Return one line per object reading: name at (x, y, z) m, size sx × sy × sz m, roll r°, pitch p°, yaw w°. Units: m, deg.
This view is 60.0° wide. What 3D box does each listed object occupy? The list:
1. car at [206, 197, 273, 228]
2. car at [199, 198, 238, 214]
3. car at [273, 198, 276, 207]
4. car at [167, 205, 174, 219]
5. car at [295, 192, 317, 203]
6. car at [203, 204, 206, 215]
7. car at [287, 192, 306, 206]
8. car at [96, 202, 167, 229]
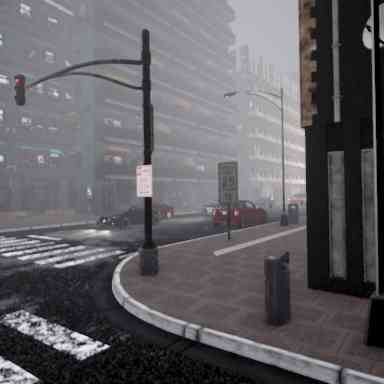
car at (2.933, 1.198, 19.842) m, size 1.967 × 1.590 × 4.097 m, roll -1°, pitch 0°, yaw 36°
car at (2.792, 1.378, 33.996) m, size 2.008 × 1.369 × 4.403 m, roll -1°, pitch 0°, yaw 36°
car at (9.498, 1.305, 43.129) m, size 1.947 × 1.339 × 4.313 m, roll -1°, pitch 0°, yaw 36°
car at (-3.259, 1.453, 25.907) m, size 1.887 × 1.381 × 4.507 m, roll -1°, pitch 0°, yaw 36°
car at (19.550, 0.925, 56.827) m, size 2.192 × 1.841 × 5.009 m, roll -1°, pitch 0°, yaw 36°
car at (2.853, 1.298, 29.712) m, size 2.128 × 1.511 × 4.902 m, roll -1°, pitch 0°, yaw 36°
car at (14.751, 1.000, 45.807) m, size 2.097 × 1.767 × 4.553 m, roll -1°, pitch 0°, yaw 37°
car at (-3.846, 1.459, 20.592) m, size 1.994 × 1.385 × 4.181 m, roll -1°, pitch 0°, yaw 36°
